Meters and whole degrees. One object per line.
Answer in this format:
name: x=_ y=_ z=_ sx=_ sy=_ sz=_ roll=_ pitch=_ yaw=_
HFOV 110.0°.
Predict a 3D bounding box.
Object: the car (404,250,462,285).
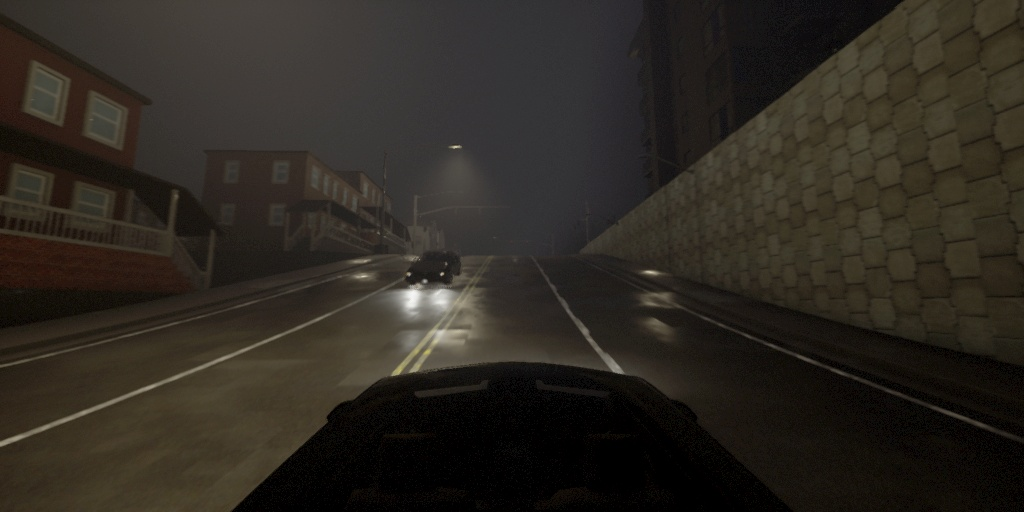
car: x=-3.610 y=0.445 z=17.458 sx=2.033 sy=1.411 sz=5.357 roll=0 pitch=5 yaw=0
